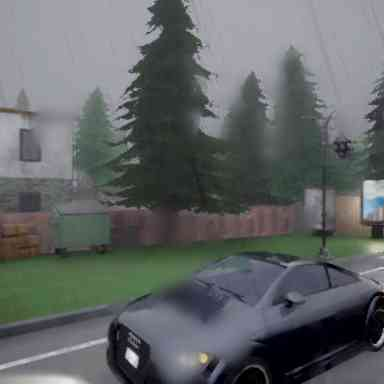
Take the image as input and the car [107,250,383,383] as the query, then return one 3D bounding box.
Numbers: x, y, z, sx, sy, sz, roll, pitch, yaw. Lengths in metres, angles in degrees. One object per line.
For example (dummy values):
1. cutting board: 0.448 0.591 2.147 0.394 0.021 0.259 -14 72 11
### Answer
1. car: 0.989 1.590 4.690 4.181 1.385 1.994 1 0 -35
